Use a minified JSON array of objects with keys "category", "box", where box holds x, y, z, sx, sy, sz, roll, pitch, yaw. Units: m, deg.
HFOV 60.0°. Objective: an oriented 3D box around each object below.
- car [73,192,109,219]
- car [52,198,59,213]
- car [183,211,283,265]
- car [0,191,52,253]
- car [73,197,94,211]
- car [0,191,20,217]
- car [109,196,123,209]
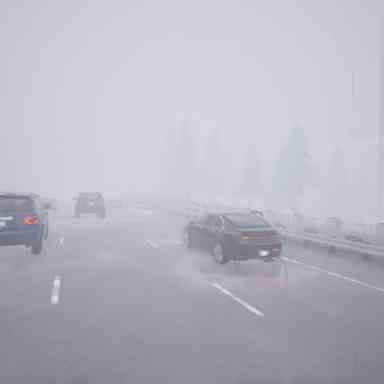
[{"category":"car","box":[-8.304,1.009,26.848,2.150,2.045,5.566,1,0,-20]},{"category":"car","box":[-14.041,1.274,32.196,2.033,1.411,5.357,1,0,-20]},{"category":"car","box":[1.156,1.430,11.517,1.837,1.490,4.892,1,0,-20]},{"category":"car","box":[-6.677,1.028,12.498,2.150,2.045,5.566,1,0,-20]},{"category":"car","box":[-12.171,1.306,37.192,2.033,1.411,5.357,1,0,-20]},{"category":"car","box":[-16.506,0.911,28.816,2.150,2.045,5.566,1,0,-20]},{"category":"car","box":[-9.593,1.274,40.298,1.882,1.535,5.008,1,0,-20]}]
